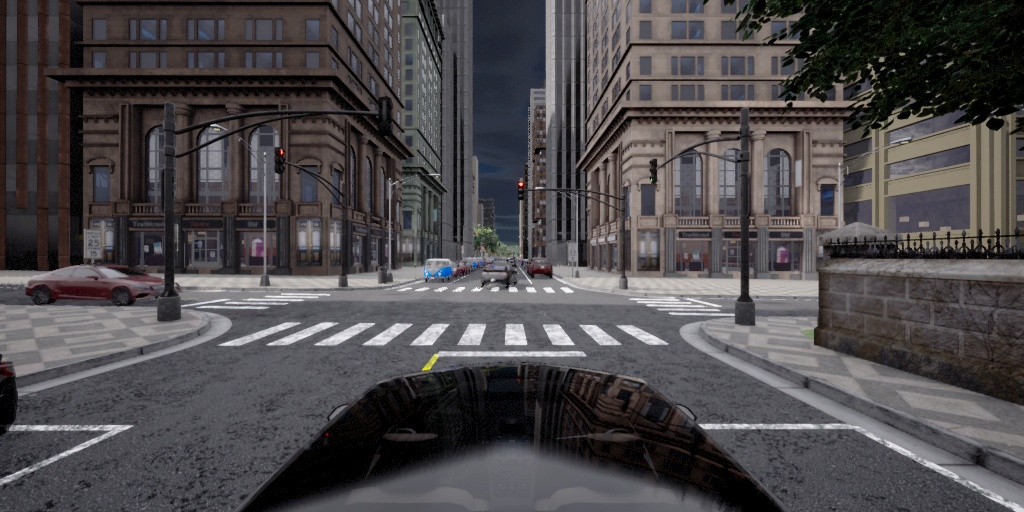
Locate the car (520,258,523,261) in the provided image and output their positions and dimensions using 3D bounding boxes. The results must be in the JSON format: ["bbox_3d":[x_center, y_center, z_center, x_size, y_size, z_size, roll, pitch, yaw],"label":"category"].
[{"bbox_3d":[2.621,1.352,55.623,2.007,1.370,4.403,0,0,0],"label":"car"}]

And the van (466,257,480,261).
[{"bbox_3d":[-5.890,1.134,50.153,1.690,1.789,3.998,0,0,0],"label":"van"}]

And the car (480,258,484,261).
[{"bbox_3d":[-5.904,1.347,55.594,1.888,1.381,4.507,0,0,0],"label":"car"}]

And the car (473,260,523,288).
[{"bbox_3d":[-0.789,1.253,23.970,2.128,1.511,4.902,0,0,9],"label":"car"}]

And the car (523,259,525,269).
[{"bbox_3d":[2.664,1.092,39.301,2.192,1.841,5.009,0,0,0],"label":"car"}]

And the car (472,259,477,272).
[{"bbox_3d":[-5.876,1.351,44.711,1.948,1.339,4.313,0,0,0],"label":"car"}]

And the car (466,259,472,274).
[{"bbox_3d":[-5.861,1.322,39.270,1.888,1.381,4.507,0,0,0],"label":"car"}]

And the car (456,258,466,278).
[{"bbox_3d":[-5.847,1.210,33.829,1.967,1.591,4.097,0,0,0],"label":"car"}]

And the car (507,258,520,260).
[{"bbox_3d":[-0.099,1.312,59.049,1.837,1.490,4.892,0,0,1],"label":"car"}]

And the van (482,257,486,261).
[{"bbox_3d":[-5.919,1.151,61.035,1.690,1.789,3.998,0,0,0],"label":"van"}]

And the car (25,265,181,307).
[{"bbox_3d":[-15.384,1.063,13.598,4.674,1.442,1.812,1,0,0],"label":"car"}]

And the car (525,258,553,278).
[{"bbox_3d":[2.678,1.085,33.860,2.192,1.841,5.009,0,0,0],"label":"car"}]

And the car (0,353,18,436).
[{"bbox_3d":[-5.762,1.316,1.732,1.948,1.339,4.313,0,0,0],"label":"car"}]

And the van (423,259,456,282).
[{"bbox_3d":[-5.833,1.105,28.389,1.690,1.789,3.998,0,0,0],"label":"van"}]
